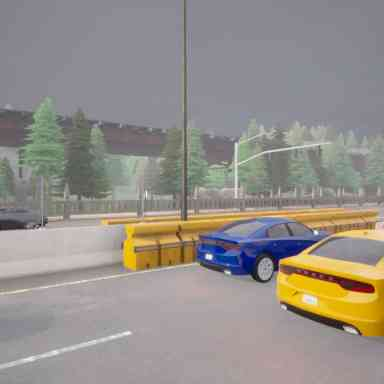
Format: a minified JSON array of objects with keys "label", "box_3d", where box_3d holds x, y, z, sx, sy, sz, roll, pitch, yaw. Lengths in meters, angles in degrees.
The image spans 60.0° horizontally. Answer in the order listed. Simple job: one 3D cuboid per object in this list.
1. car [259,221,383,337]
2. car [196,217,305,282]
[{"label":"car","box_3d":[3.799,1.478,6.464,5.008,1.535,1.882,0,0,-35]},{"label":"car","box_3d":[2.438,1.478,9.793,5.008,1.535,1.882,0,0,-36]}]
